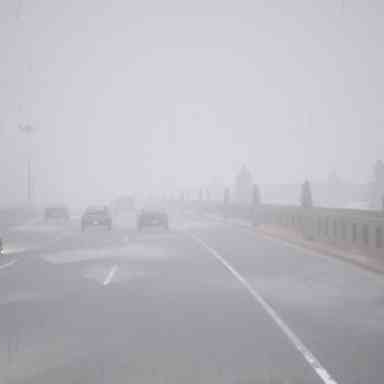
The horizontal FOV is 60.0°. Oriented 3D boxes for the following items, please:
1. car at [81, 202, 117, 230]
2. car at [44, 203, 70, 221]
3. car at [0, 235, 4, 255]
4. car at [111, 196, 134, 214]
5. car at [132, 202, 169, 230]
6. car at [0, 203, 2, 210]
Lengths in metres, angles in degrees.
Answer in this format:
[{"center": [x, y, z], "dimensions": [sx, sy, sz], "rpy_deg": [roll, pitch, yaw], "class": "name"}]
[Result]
[{"center": [-6.407, 1.668, 22.678], "dimensions": [2.128, 1.511, 4.902], "rpy_deg": [0, 0, -13], "class": "car"}, {"center": [-12.165, 1.735, 30.092], "dimensions": [1.882, 1.535, 5.008], "rpy_deg": [0, 0, -18], "class": "car"}, {"center": [-7.787, 1.664, 10.607], "dimensions": [1.994, 1.385, 4.181], "rpy_deg": [0, 0, -7], "class": "car"}, {"center": [-8.343, 1.518, 39.769], "dimensions": [2.150, 2.045, 5.566], "rpy_deg": [0, 0, -22], "class": "car"}, {"center": [-2.760, 1.634, 22.362], "dimensions": [1.882, 1.535, 5.008], "rpy_deg": [0, 0, -12], "class": "car"}, {"center": [-29.958, 2.014, 50.204], "dimensions": [2.128, 1.511, 4.902], "rpy_deg": [0, 0, -34], "class": "car"}]
